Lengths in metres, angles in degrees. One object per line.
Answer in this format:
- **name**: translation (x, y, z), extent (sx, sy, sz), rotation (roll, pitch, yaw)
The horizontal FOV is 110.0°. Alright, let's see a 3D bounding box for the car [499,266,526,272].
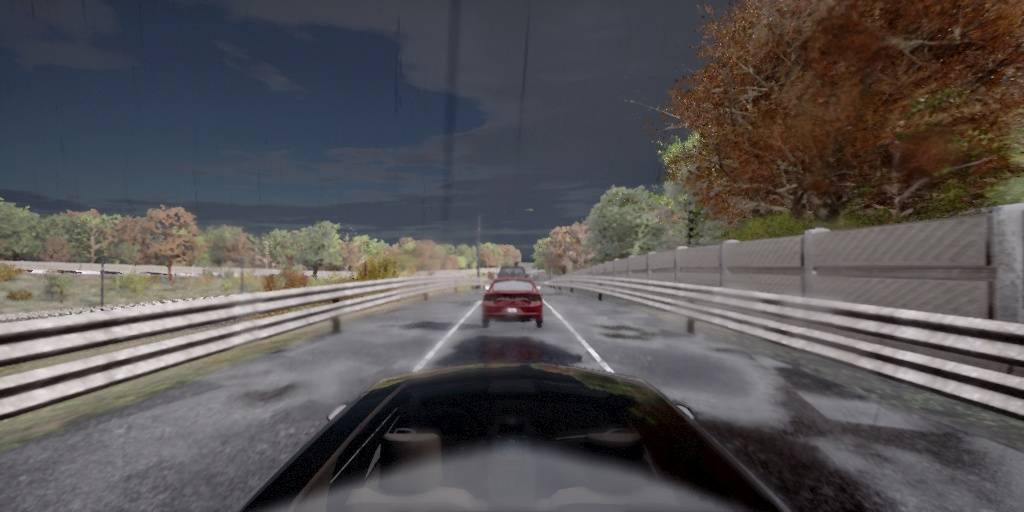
- **car**: translation (0.096, 1.778, 25.458), extent (2.150, 2.045, 5.566), rotation (0, -4, 3)

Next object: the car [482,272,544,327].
- **car**: translation (0.034, 1.471, 12.652), extent (1.882, 1.535, 5.008), rotation (0, -2, 0)
